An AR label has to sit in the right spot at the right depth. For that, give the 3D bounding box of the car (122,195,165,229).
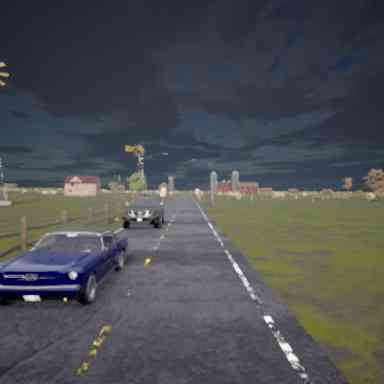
[{"bbox_3d":[-2.977,1.210,21.634,2.150,2.045,5.566,0,0,0],"label":"car"}]

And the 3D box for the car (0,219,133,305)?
[{"bbox_3d":[-2.902,1.602,8.204,1.895,1.301,4.718,0,0,0],"label":"car"}]
